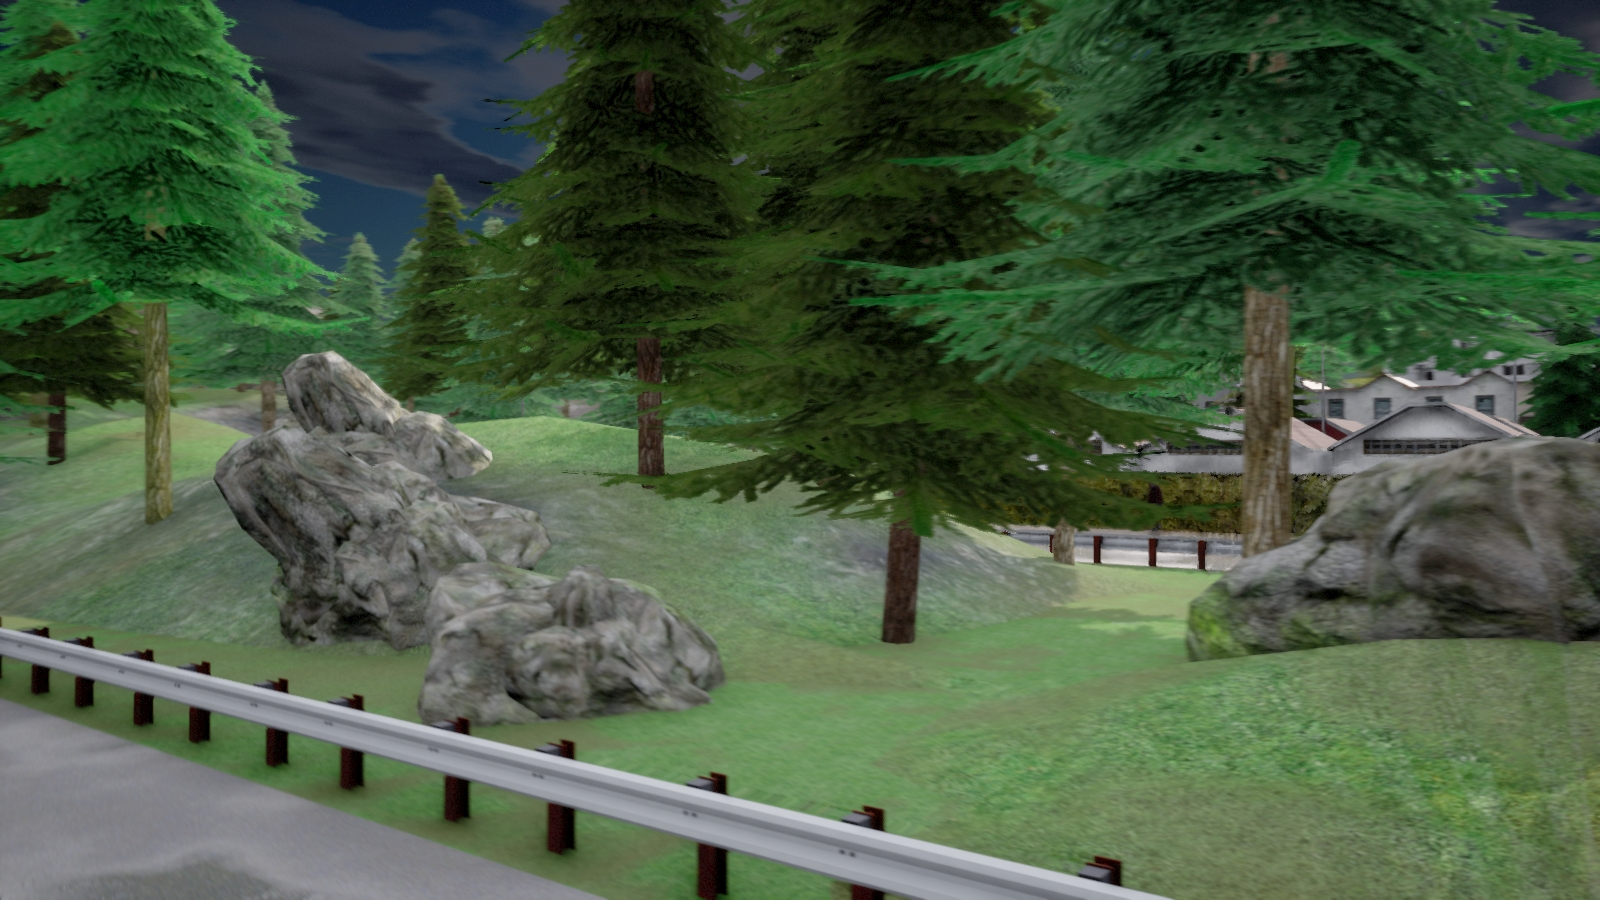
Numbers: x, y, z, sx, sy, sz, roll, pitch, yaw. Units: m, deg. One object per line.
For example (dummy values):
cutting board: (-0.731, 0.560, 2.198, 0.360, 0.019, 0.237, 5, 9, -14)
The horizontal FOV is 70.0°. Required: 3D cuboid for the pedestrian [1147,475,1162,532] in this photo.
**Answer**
pedestrian: (11.871, 1.788, 38.269, 0.375, 1.860, 0.375, 0, 0, 37)
